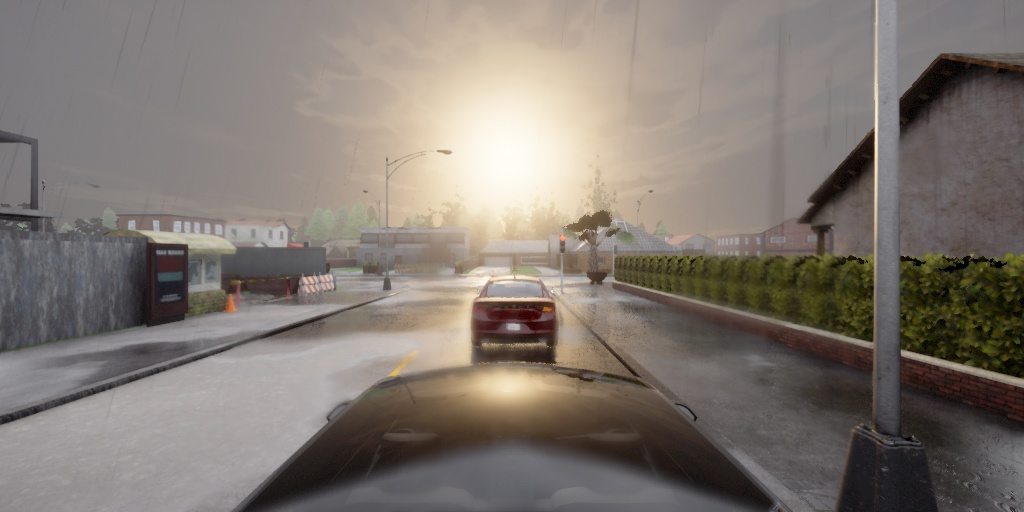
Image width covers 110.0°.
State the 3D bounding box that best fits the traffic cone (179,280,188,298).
[{"bbox_3d":[-15.203,1.561,16.859,0.344,0.586,0.344,0,0,0],"label":"traffic cone"}]

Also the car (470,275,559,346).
[{"bbox_3d":[0.079,1.227,9.422,1.882,1.535,5.008,0,0,1],"label":"car"}]

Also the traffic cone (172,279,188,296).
[{"bbox_3d":[-16.806,1.581,18.227,0.344,0.586,0.344,0,0,0],"label":"traffic cone"}]

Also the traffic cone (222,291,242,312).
[{"bbox_3d":[-9.621,1.597,12.266,0.344,0.586,0.344,0,0,0],"label":"traffic cone"}]

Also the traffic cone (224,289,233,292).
[{"bbox_3d":[-10.339,1.568,12.789,0.344,0.586,0.344,0,0,0],"label":"traffic cone"}]

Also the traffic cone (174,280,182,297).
[{"bbox_3d":[-15.771,1.557,17.223,0.344,0.586,0.344,0,0,0],"label":"traffic cone"}]
